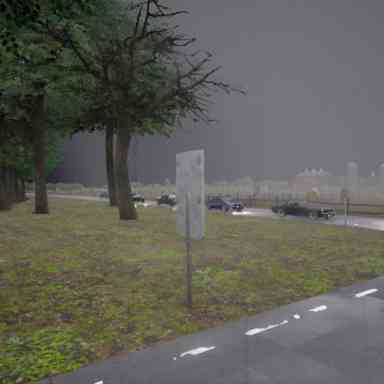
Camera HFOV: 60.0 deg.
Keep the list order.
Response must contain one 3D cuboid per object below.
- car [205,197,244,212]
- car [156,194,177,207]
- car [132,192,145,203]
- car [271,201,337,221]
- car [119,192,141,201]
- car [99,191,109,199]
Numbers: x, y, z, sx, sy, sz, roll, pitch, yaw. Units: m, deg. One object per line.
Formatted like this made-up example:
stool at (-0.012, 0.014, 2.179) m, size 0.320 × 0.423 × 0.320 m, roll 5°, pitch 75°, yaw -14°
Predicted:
car at (3.148, 1.168, 32.910) m, size 1.994 × 1.385 × 4.181 m, roll -1°, pitch 2°, yaw -35°
car at (-2.719, 0.980, 41.045) m, size 1.812 × 1.442 × 4.674 m, roll -1°, pitch 1°, yaw -36°
car at (-8.779, 0.792, 49.483) m, size 1.882 × 1.535 × 5.008 m, roll -1°, pitch 1°, yaw -35°
car at (8.484, 1.354, 25.502) m, size 1.895 × 1.301 × 4.718 m, roll -1°, pitch 2°, yaw -36°
car at (-10.663, 0.741, 57.052) m, size 1.994 × 1.385 × 4.181 m, roll -1°, pitch 1°, yaw -35°
car at (-16.480, 0.603, 65.104) m, size 2.033 × 1.411 × 5.357 m, roll -1°, pitch 1°, yaw -36°
